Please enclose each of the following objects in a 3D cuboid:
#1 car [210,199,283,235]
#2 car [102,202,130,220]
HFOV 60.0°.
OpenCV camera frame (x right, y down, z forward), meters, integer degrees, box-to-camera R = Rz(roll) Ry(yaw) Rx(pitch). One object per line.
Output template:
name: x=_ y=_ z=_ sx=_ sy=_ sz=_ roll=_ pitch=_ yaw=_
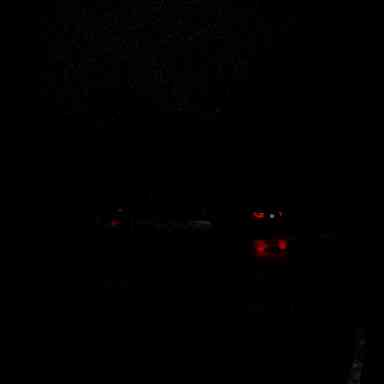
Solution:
car: x=3.309 y=1.484 z=21.215 sx=2.150 sy=2.045 sz=5.566 roll=0 pitch=-1 yaw=-28
car: x=-7.960 y=1.823 z=34.065 sx=2.097 sy=1.767 sz=4.553 roll=1 pitch=-1 yaw=-30
